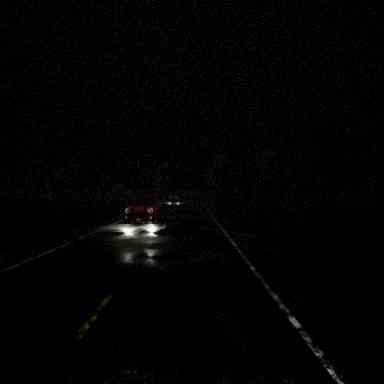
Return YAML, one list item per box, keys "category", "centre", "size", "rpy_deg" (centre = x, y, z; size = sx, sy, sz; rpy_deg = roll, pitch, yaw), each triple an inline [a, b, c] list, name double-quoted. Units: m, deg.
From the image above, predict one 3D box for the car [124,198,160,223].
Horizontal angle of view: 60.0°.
- category: "car"
  centre: [-3.598, 1.238, 24.440]
  size: [2.097, 1.767, 4.553]
  rpy_deg: [0, 0, 0]

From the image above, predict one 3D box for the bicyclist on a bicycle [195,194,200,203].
- category: "bicyclist on a bicycle"
  centre: [0.945, 1.188, 54.291]
  size: [0.866, 1.612, 1.509]
  rpy_deg: [0, 0, 0]

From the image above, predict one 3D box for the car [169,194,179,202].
- category: "car"
  centre: [-3.511, 1.181, 65.118]
  size: [1.882, 1.535, 5.008]
  rpy_deg: [0, 0, 0]

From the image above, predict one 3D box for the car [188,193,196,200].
- category: "car"
  centre: [0.000, 1.179, 76.131]
  size: [1.812, 1.442, 4.674]
  rpy_deg: [0, 0, 0]

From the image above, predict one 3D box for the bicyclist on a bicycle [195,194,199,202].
- category: "bicyclist on a bicycle"
  centre: [0.947, 1.147, 63.581]
  size: [0.866, 1.612, 1.509]
  rpy_deg: [0, 0, 0]

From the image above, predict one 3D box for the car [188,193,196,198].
- category: "car"
  centre: [0.000, 0.978, 90.772]
  size: [2.033, 1.411, 5.357]
  rpy_deg: [0, 0, 0]
